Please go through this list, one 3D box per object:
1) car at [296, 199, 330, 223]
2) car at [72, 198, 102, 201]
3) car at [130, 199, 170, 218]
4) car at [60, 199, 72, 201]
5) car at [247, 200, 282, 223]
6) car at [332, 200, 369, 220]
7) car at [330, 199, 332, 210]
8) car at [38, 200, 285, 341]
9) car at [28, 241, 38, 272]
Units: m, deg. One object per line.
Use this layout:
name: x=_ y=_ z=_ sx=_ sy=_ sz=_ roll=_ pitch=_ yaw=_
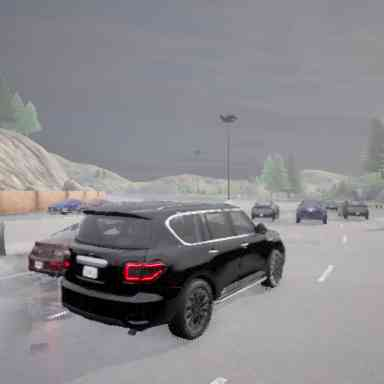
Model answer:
car: x=9.183 y=1.351 z=25.597 sx=2.097 sy=1.767 sz=4.553 roll=0 pitch=0 yaw=20
car: x=-9.969 y=1.478 z=34.845 sx=1.882 sy=1.535 sz=5.008 roll=0 pitch=0 yaw=16
car: x=-3.814 y=1.477 z=31.211 sx=1.882 sy=1.535 sz=5.008 roll=0 pitch=0 yaw=17
car: x=-13.355 y=1.478 z=35.704 sx=1.882 sy=1.535 sz=5.008 roll=0 pitch=0 yaw=16
car: x=5.967 y=1.491 z=26.892 sx=2.128 sy=1.511 sz=4.902 roll=0 pitch=0 yaw=19
car: x=13.768 y=1.488 z=28.614 sx=2.128 sy=1.511 sz=4.902 roll=0 pitch=0 yaw=16
car: x=16.166 y=1.563 z=39.763 sx=1.994 sy=1.385 sz=4.181 roll=0 pitch=0 yaw=9
car: x=0.091 y=1.221 z=6.901 sx=2.150 sy=2.045 sz=5.566 roll=0 pitch=0 yaw=35
car: x=-2.309 y=1.526 z=9.670 sx=1.812 sy=1.442 sz=4.674 roll=0 pitch=0 yaw=33
